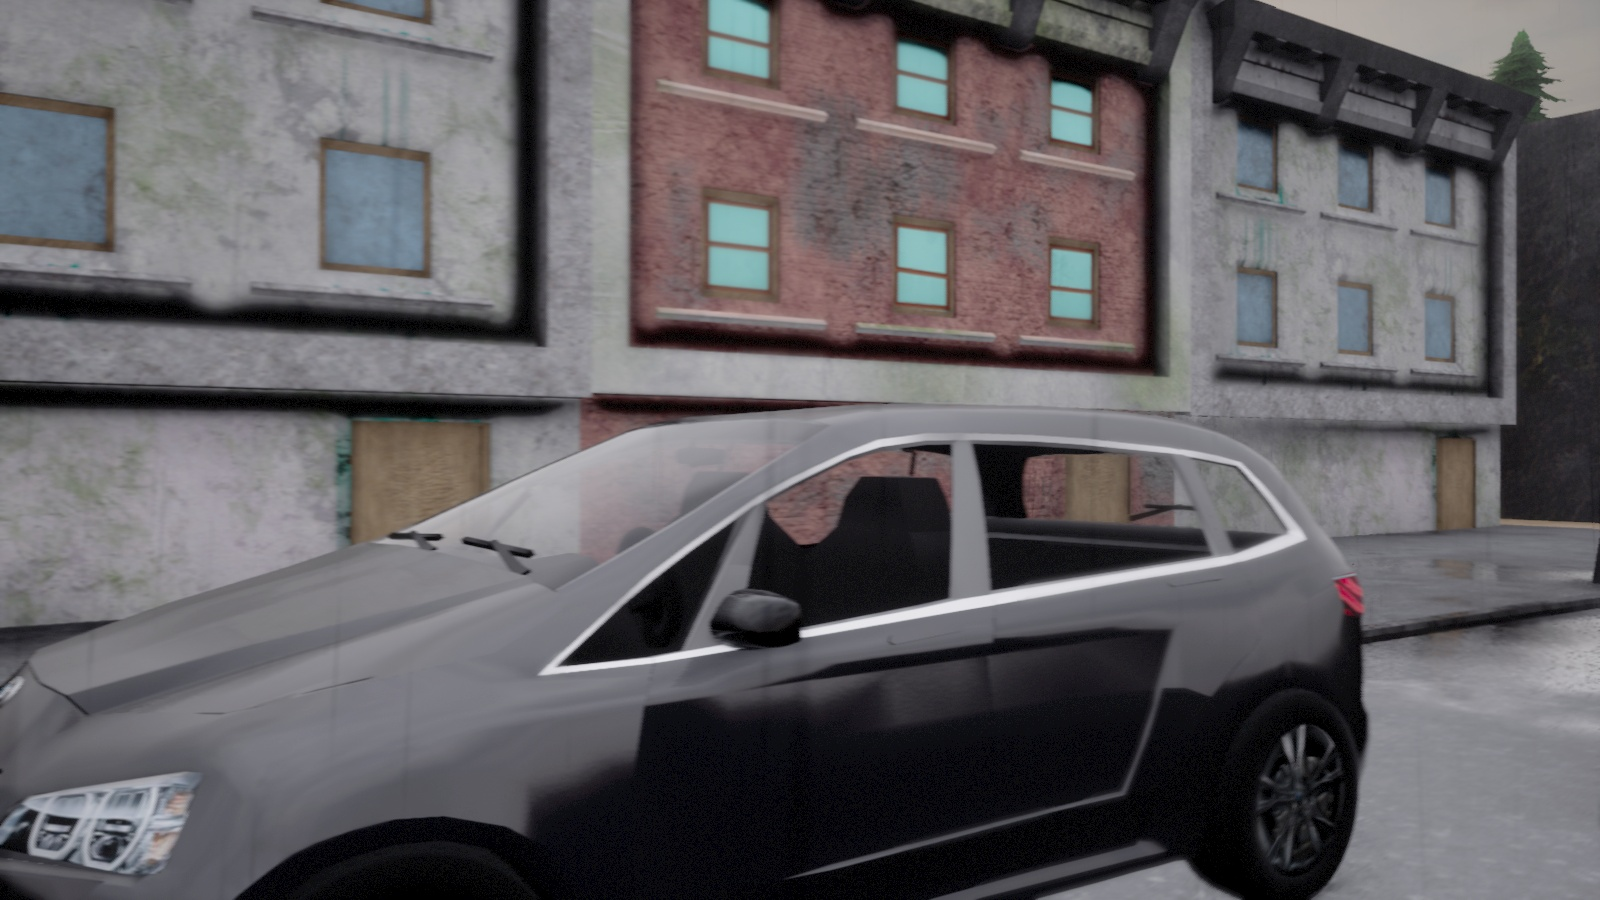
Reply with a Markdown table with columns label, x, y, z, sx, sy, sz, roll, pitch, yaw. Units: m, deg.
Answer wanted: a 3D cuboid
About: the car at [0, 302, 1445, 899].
| label | x | y | z | sx | sy | sz | roll | pitch | yaw |
| --- | --- | --- | --- | --- | --- | --- | --- | --- | --- |
| car | -0.219 | 0.600 | 4.116 | 4.611 | 1.667 | 2.242 | 0 | 0 | -35 |
